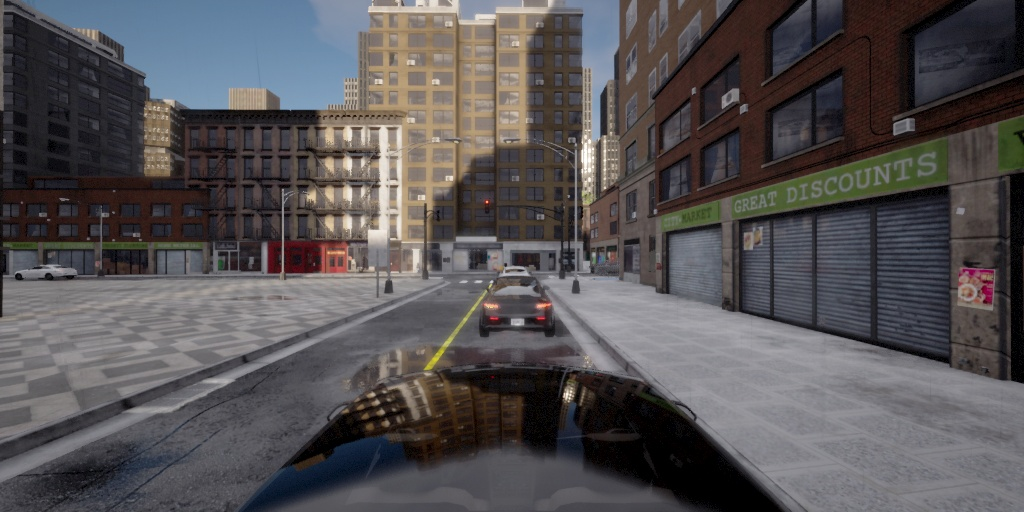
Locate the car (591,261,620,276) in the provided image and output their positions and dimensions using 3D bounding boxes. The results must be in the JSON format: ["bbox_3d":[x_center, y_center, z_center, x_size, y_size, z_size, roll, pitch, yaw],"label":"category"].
[{"bbox_3d":[9.919,1.209,35.489,4.181,1.385,1.994,0,0,-1],"label":"car"}]

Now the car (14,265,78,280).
[{"bbox_3d":[-45.305,1.580,34.921,4.674,1.442,1.812,0,0,0],"label":"car"}]

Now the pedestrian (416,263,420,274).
[{"bbox_3d":[-10.044,0.971,38.334,0.375,1.860,0.375,0,0,-1],"label":"pedestrian"}]

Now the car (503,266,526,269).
[{"bbox_3d":[0.148,1.270,19.915,1.812,1.442,4.674,0,0,-1],"label":"car"}]

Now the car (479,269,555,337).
[{"bbox_3d":[0.121,1.275,10.135,1.812,1.442,4.674,0,0,0],"label":"car"}]
